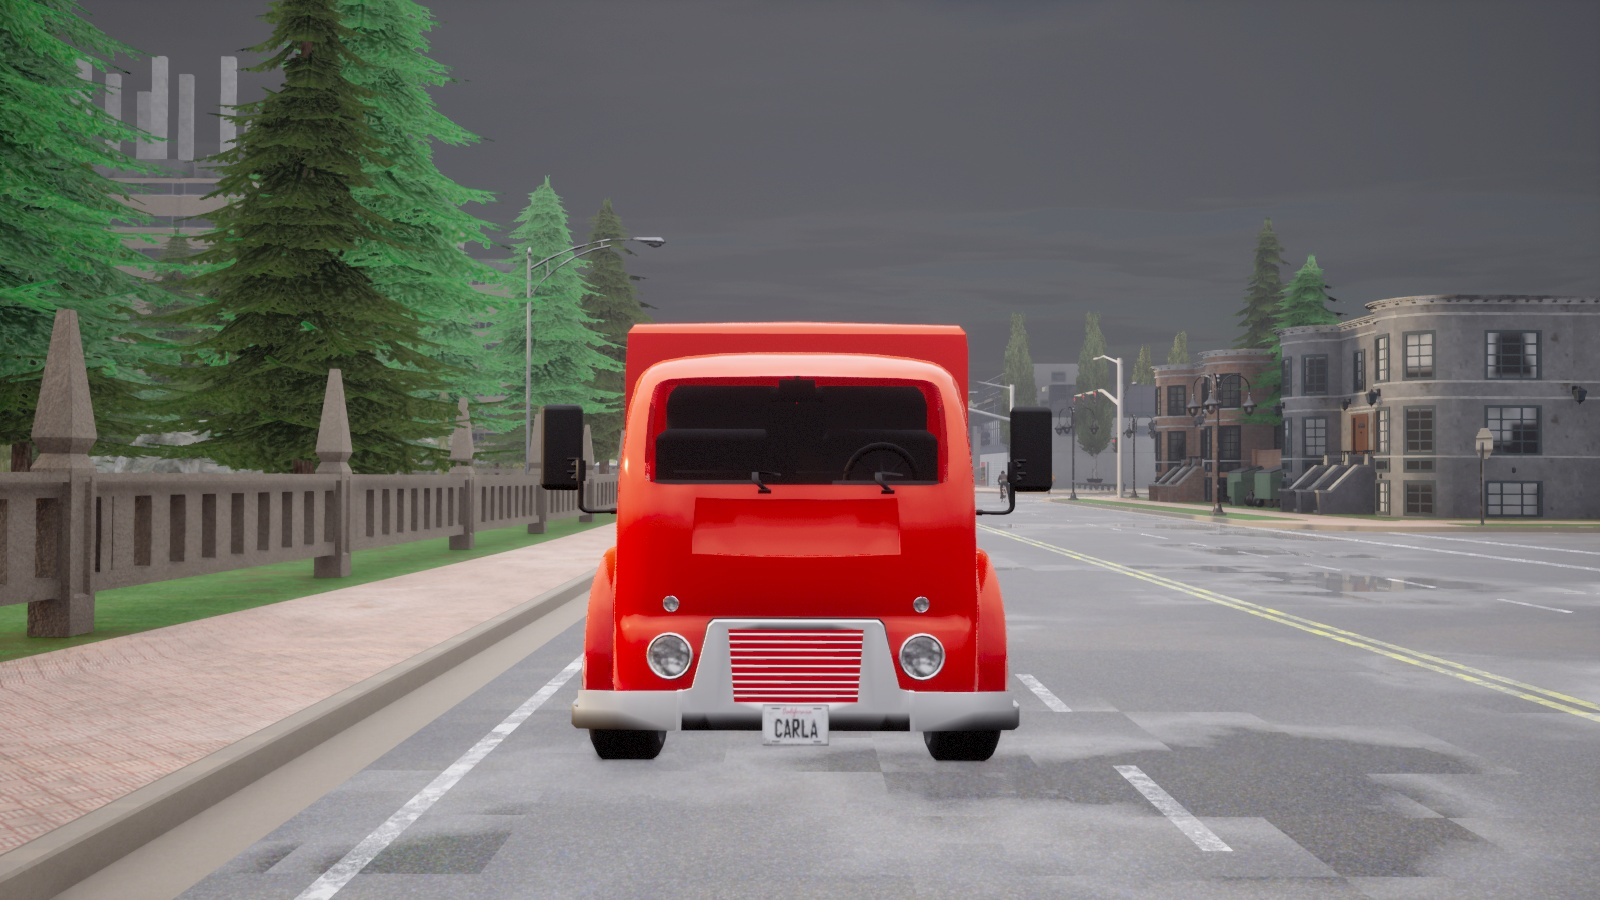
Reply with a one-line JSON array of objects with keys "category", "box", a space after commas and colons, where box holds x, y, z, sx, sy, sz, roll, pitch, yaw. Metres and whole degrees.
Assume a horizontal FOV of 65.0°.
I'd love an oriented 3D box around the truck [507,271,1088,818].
[{"category": "truck", "box": [-0.023, 0.467, 8.305, 2.627, 2.467, 5.204, 0, -1, 0]}]
